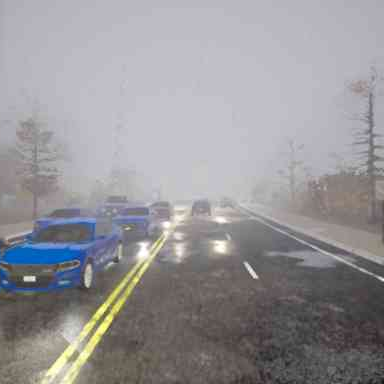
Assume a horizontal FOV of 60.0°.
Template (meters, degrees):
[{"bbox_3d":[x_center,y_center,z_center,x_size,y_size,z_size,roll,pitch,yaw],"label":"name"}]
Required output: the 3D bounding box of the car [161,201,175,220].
[{"bbox_3d":[-2.644,1.514,28.985,1.882,1.535,5.008,0,0,3],"label":"car"}]

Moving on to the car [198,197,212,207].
[{"bbox_3d":[2.089,1.592,52.237,1.994,1.385,4.181,0,0,4],"label":"car"}]

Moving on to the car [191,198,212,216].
[{"bbox_3d":[0.955,1.515,33.673,1.882,1.535,5.008,0,0,3],"label":"car"}]

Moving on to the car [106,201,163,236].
[{"bbox_3d":[-3.046,1.506,18.734,1.882,1.535,5.008,0,0,2],"label":"car"}]

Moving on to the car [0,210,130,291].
[{"bbox_3d":[-3.254,1.492,9.246,1.882,1.535,5.008,0,0,1],"label":"car"}]

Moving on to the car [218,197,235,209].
[{"bbox_3d":[4.786,1.633,45.031,1.895,1.301,4.718,0,0,4],"label":"car"}]

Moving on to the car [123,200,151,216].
[{"bbox_3d":[-5.656,1.603,34.557,1.994,1.385,4.181,0,0,4],"label":"car"}]

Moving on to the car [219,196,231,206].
[{"bbox_3d":[5.467,1.528,55.157,1.837,1.490,4.892,0,0,5],"label":"car"}]

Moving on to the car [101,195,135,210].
[{"bbox_3d":[-5.978,1.257,27.191,2.150,2.045,5.566,0,0,2],"label":"car"}]

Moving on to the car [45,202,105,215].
[{"bbox_3d":[-6.336,1.504,17.287,1.882,1.535,5.008,0,0,2],"label":"car"}]
